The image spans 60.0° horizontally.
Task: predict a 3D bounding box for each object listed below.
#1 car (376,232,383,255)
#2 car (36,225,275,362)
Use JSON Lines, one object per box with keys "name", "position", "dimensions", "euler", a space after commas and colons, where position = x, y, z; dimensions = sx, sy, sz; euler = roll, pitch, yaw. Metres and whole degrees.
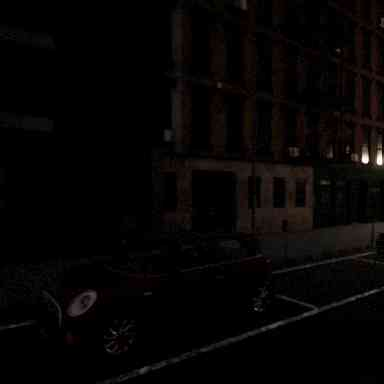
{"name": "car", "position": [8.484, 1.612, 12.263], "dimensions": [4.403, 1.369, 2.008], "euler": [0, 0, -36]}
{"name": "car", "position": [-0.479, 1.453, 5.851], "dimensions": [4.097, 1.590, 1.967], "euler": [0, 0, -36]}
